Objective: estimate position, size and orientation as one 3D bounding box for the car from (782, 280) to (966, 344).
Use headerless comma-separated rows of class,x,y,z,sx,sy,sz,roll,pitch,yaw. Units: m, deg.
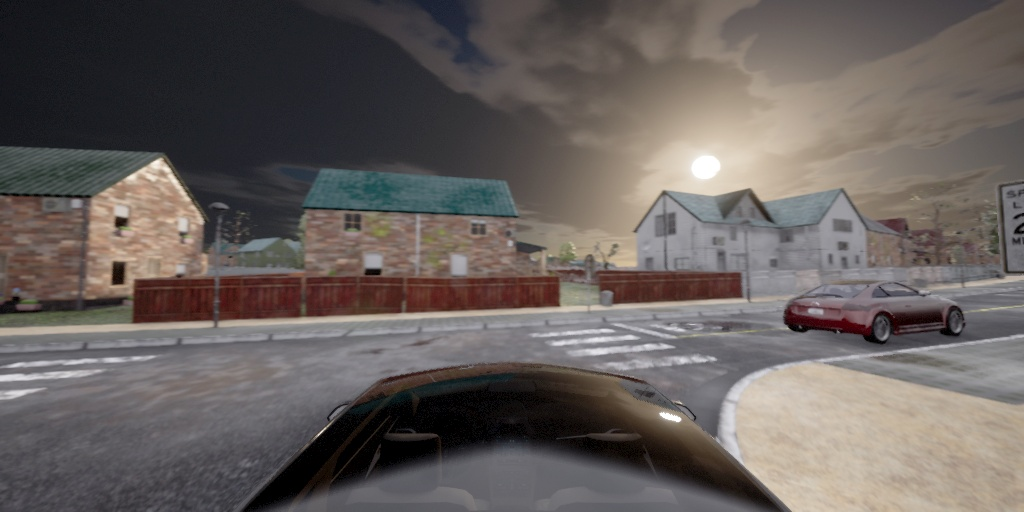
car,9.222,1.302,9.238,4.181,1.385,1.994,0,-3,-17
